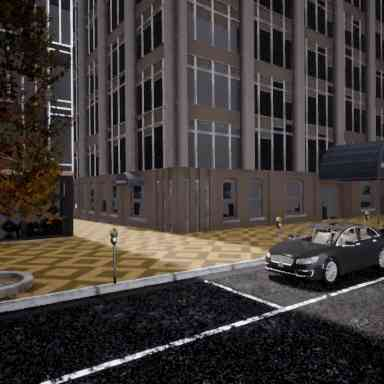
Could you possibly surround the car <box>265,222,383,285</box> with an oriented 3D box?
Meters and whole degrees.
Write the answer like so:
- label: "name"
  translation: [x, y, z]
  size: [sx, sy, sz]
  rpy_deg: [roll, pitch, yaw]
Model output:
- label: "car"
  translation: [3.936, 1.549, 9.372]
  size: [4.403, 1.369, 2.008]
  rpy_deg: [0, -1, -35]
